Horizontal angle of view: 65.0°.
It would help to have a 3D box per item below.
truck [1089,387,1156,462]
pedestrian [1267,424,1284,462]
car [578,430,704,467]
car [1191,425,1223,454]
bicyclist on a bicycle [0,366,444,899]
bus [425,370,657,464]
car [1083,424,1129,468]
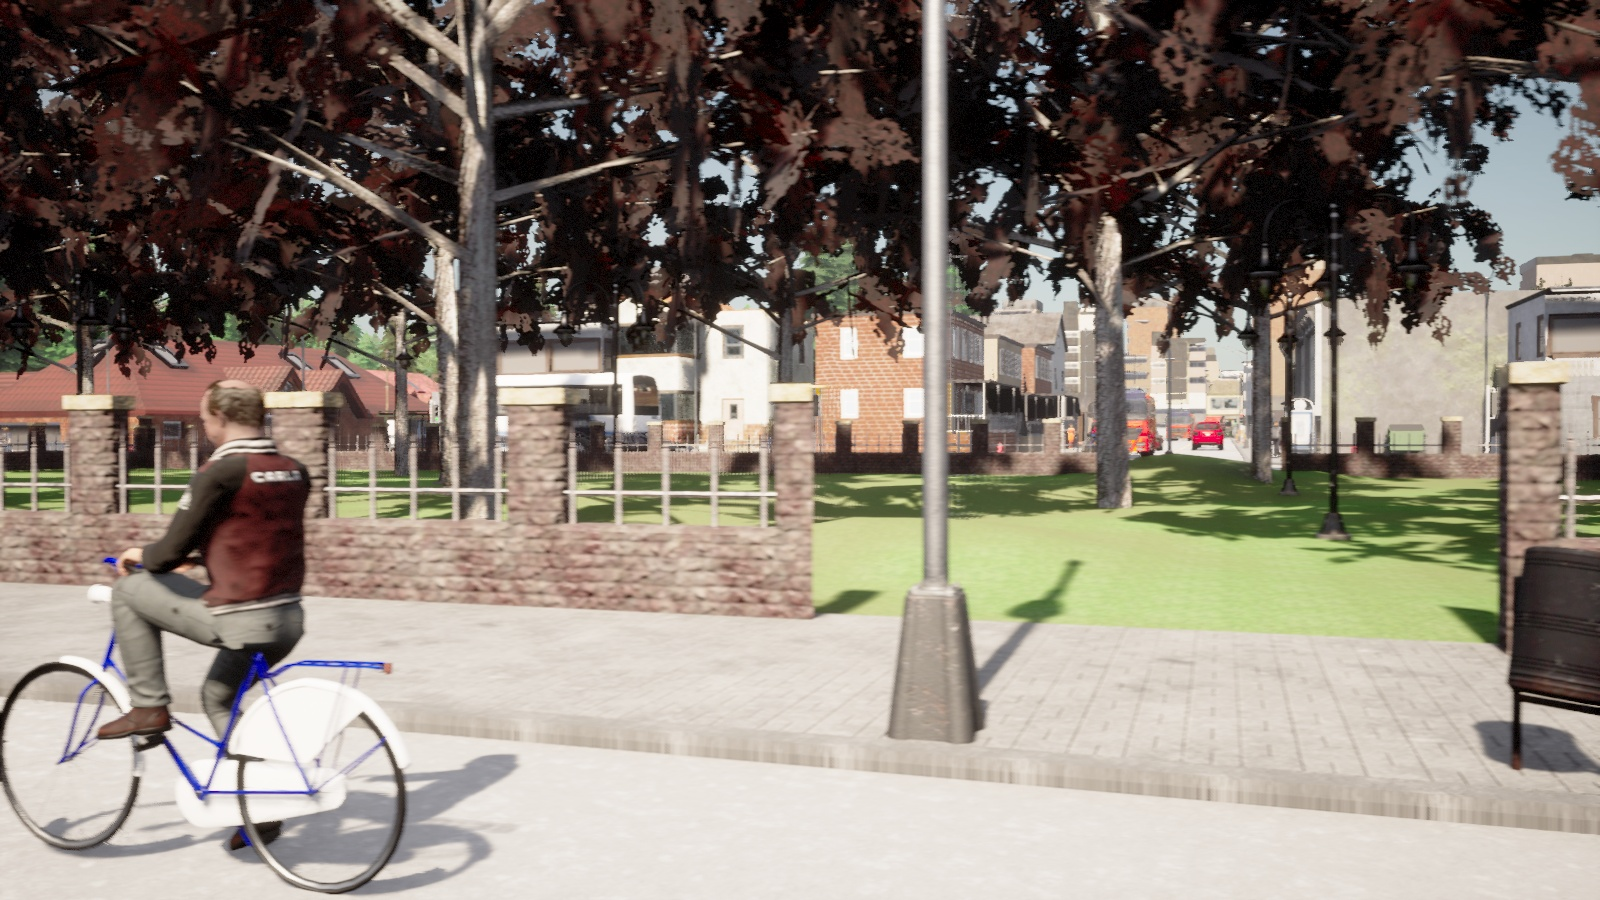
[{"bbox_3d":[17.764,-1.372,68.738,2.891,3.827,8.468,1,1,19],"label":"truck"},{"bbox_3d":[22.931,-0.347,60.558,0.694,1.848,0.540,-1,1,-44],"label":"pedestrian"},{"bbox_3d":[-6.778,-0.103,53.701,4.902,1.511,2.128,0,1,16],"label":"car"},{"bbox_3d":[29.559,-0.804,91.197,2.150,2.045,5.566,1,1,18],"label":"car"},{"bbox_3d":[-2.283,0.614,4.487,1.843,1.776,0.659,3,2,19],"label":"bicyclist on a bicycle"},{"bbox_3d":[-12.330,-1.555,59.875,10.273,4.253,3.944,1,1,19],"label":"bus"},{"bbox_3d":[13.464,-0.214,55.394,1.905,1.878,3.866,0,1,13],"label":"car"}]
